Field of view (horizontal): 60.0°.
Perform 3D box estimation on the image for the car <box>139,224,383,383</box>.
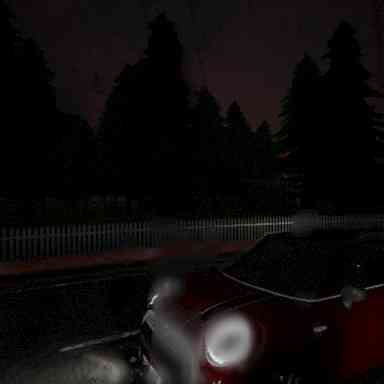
[{"bbox_3d":[1.618,1.352,4.550,4.553,1.767,2.097,0,0,-28],"label":"car"}]
